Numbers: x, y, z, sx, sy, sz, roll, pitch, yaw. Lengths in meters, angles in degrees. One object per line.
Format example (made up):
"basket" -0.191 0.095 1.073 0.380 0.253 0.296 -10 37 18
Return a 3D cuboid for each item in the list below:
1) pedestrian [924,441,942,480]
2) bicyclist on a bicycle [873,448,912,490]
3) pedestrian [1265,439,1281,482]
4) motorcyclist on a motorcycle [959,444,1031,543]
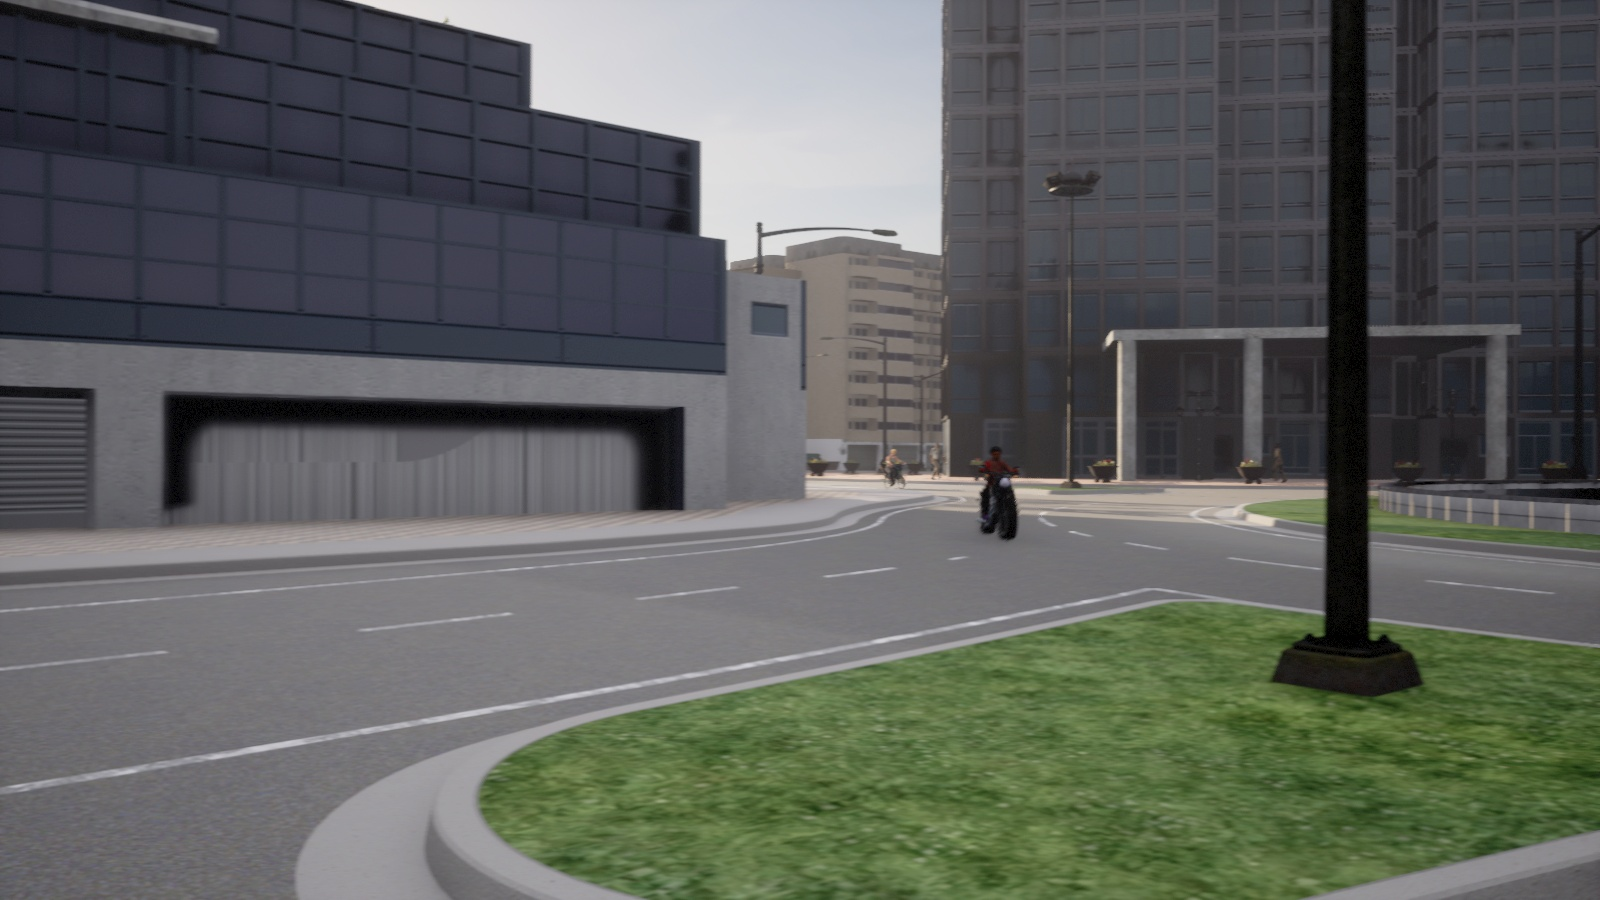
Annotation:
"pedestrian" 6.366 0.488 60.089 0.540 1.848 0.694 0 0 -28
"bicyclist on a bicycle" 3.685 0.749 50.224 0.866 1.612 1.509 -1 0 -29
"pedestrian" 21.561 0.472 57.248 0.692 1.930 0.396 0 0 16
"motorcyclist on a motorcycle" 3.387 0.722 22.055 0.766 1.649 2.350 0 0 -3
